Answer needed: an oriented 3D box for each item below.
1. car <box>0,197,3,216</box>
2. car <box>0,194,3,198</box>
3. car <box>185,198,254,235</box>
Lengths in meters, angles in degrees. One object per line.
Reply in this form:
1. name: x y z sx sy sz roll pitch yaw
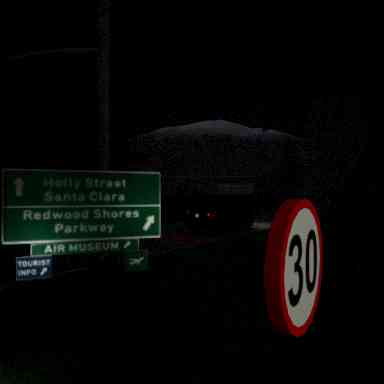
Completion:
1. car: -12.432 1.504 25.998 1.905 1.878 3.866 0 0 35
2. car: -38.782 1.489 69.852 4.514 1.523 2.007 0 0 35
3. car: 1.841 1.413 20.776 2.150 2.045 5.566 0 0 36
